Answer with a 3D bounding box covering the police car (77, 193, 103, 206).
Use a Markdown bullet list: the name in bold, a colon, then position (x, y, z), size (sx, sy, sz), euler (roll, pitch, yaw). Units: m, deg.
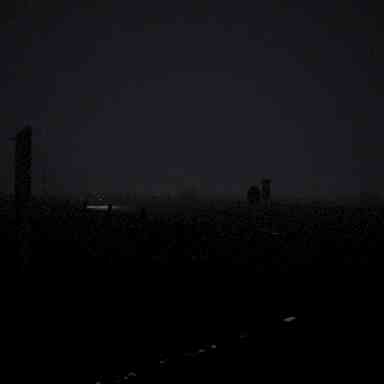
- **police car**: position (-12.840, 0.891, 41.764), size (2.038, 1.542, 4.974), euler (1, 0, -35)
